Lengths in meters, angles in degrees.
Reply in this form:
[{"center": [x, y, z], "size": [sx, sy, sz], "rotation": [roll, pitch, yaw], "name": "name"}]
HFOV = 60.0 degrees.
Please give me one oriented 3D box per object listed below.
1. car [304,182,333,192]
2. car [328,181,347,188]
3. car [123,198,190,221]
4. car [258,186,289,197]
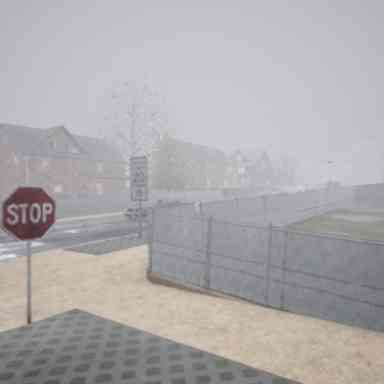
[{"center": [15.035, -0.015, 40.019], "size": [1.882, 1.535, 5.008], "rotation": [-1, 1, 37], "name": "car"}, {"center": [20.928, -0.614, 48.110], "size": [2.150, 2.045, 5.566], "rotation": [-1, 1, 36], "name": "car"}, {"center": [-2.174, 1.062, 21.519], "size": [1.895, 1.301, 4.718], "rotation": [-1, 1, 36], "name": "car"}, {"center": [8.946, 0.141, 36.601], "size": [2.097, 1.767, 4.553], "rotation": [-1, 1, 37], "name": "car"}]
